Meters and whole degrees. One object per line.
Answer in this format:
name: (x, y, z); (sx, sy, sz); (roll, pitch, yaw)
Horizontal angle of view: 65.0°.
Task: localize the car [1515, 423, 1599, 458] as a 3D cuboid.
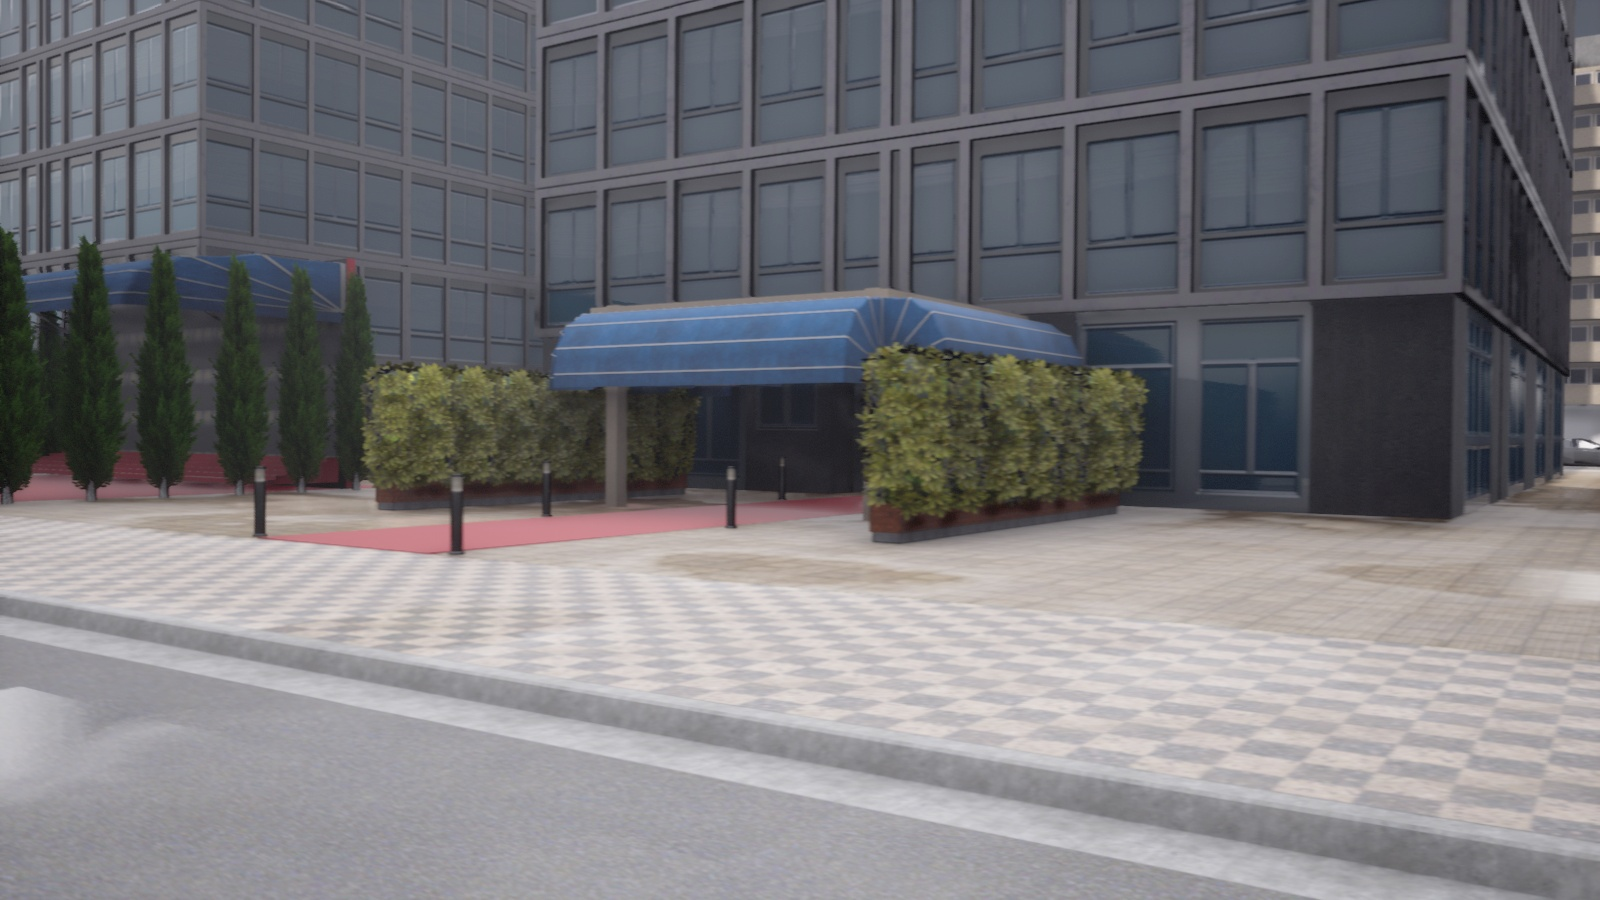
car: (34.735, -0.446, 55.905); (4.902, 1.511, 2.128); (0, 1, 34)
